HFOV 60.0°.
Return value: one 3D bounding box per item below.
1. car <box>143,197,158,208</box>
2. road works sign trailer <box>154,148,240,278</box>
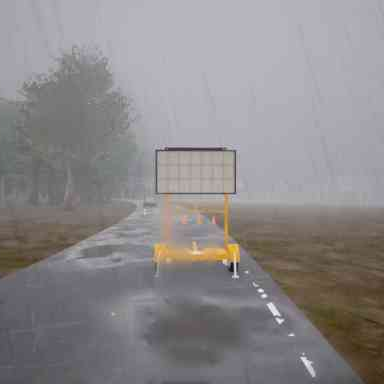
[{"bbox_3d":[-6.013,1.490,47.744,1.882,1.535,5.008,0,0,-9],"label":"car"},{"bbox_3d":[0.110,0.466,10.095,2.380,3.560,2.880,0,0,-1],"label":"road works sign trailer"}]
